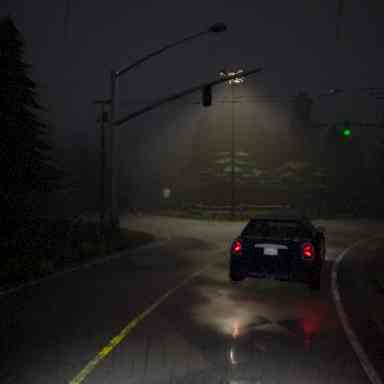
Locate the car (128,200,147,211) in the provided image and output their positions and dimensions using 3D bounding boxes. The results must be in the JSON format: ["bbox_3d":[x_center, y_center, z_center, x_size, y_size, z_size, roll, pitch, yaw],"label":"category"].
[{"bbox_3d":[-6.704,1.629,42.097,1.895,1.301,4.718,0,0,1],"label":"car"}]

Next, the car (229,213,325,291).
[{"bbox_3d":[2.610,1.370,9.475,2.097,1.767,4.553,0,0,23],"label":"car"}]
